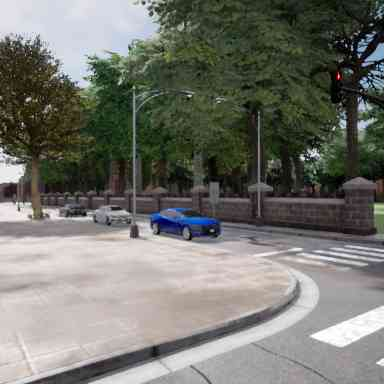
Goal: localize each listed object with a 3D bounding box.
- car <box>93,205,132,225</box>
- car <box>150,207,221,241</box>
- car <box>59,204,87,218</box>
[{"bbox_3d":[-6.399,1.766,26.336,1.812,1.442,4.674,0,-1,-35],"label":"car"},{"bbox_3d":[-0.473,1.617,18.032,1.882,1.535,5.008,0,0,-36],"label":"car"},{"bbox_3d":[-12.570,1.922,35.019,1.994,1.385,4.181,0,-1,-35],"label":"car"}]
